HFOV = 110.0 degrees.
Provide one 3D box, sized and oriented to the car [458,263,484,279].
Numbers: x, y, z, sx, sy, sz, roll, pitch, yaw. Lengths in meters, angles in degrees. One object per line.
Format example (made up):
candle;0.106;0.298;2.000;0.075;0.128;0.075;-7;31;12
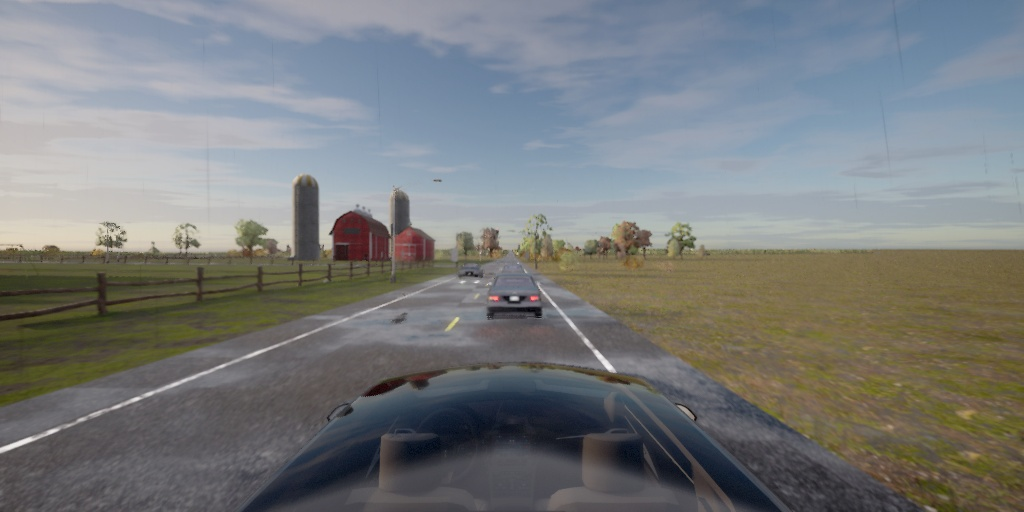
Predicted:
car;-3.601;1.338;32.267;1.994;1.385;4.181;0;0;0

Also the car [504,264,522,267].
car;0.083;1.319;28.278;2.033;1.411;5.357;0;0;0

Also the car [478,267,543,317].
car;0.083;1.309;13.123;2.033;1.411;5.357;0;0;0
